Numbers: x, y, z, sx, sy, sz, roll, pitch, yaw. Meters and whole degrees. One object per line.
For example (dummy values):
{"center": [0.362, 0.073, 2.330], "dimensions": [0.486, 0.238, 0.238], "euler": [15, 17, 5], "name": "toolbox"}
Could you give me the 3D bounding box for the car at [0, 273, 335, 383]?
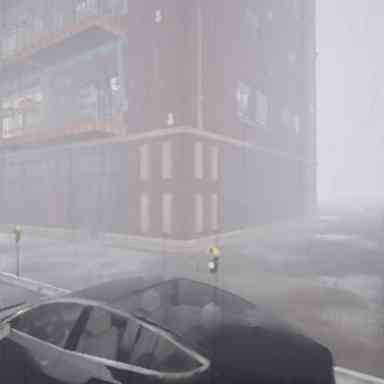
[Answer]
{"center": [-0.773, 1.574, 3.488], "dimensions": [4.313, 1.339, 1.947], "euler": [0, -1, 36], "name": "car"}
